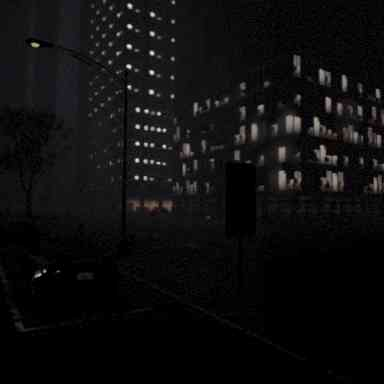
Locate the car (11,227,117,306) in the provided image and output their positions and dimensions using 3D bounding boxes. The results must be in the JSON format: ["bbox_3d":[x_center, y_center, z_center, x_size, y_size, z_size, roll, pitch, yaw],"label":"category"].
[{"bbox_3d":[-3.305,1.801,8.531,1.947,1.339,4.313,3,-3,-33],"label":"car"}]

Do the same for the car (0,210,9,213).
[{"bbox_3d":[-12.337,2.154,22.583,2.008,1.369,4.403,3,-3,-33],"label":"car"}]

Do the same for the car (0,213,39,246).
[{"bbox_3d":[-9.325,2.025,17.899,1.887,1.381,4.507,3,-3,-33],"label":"car"}]
